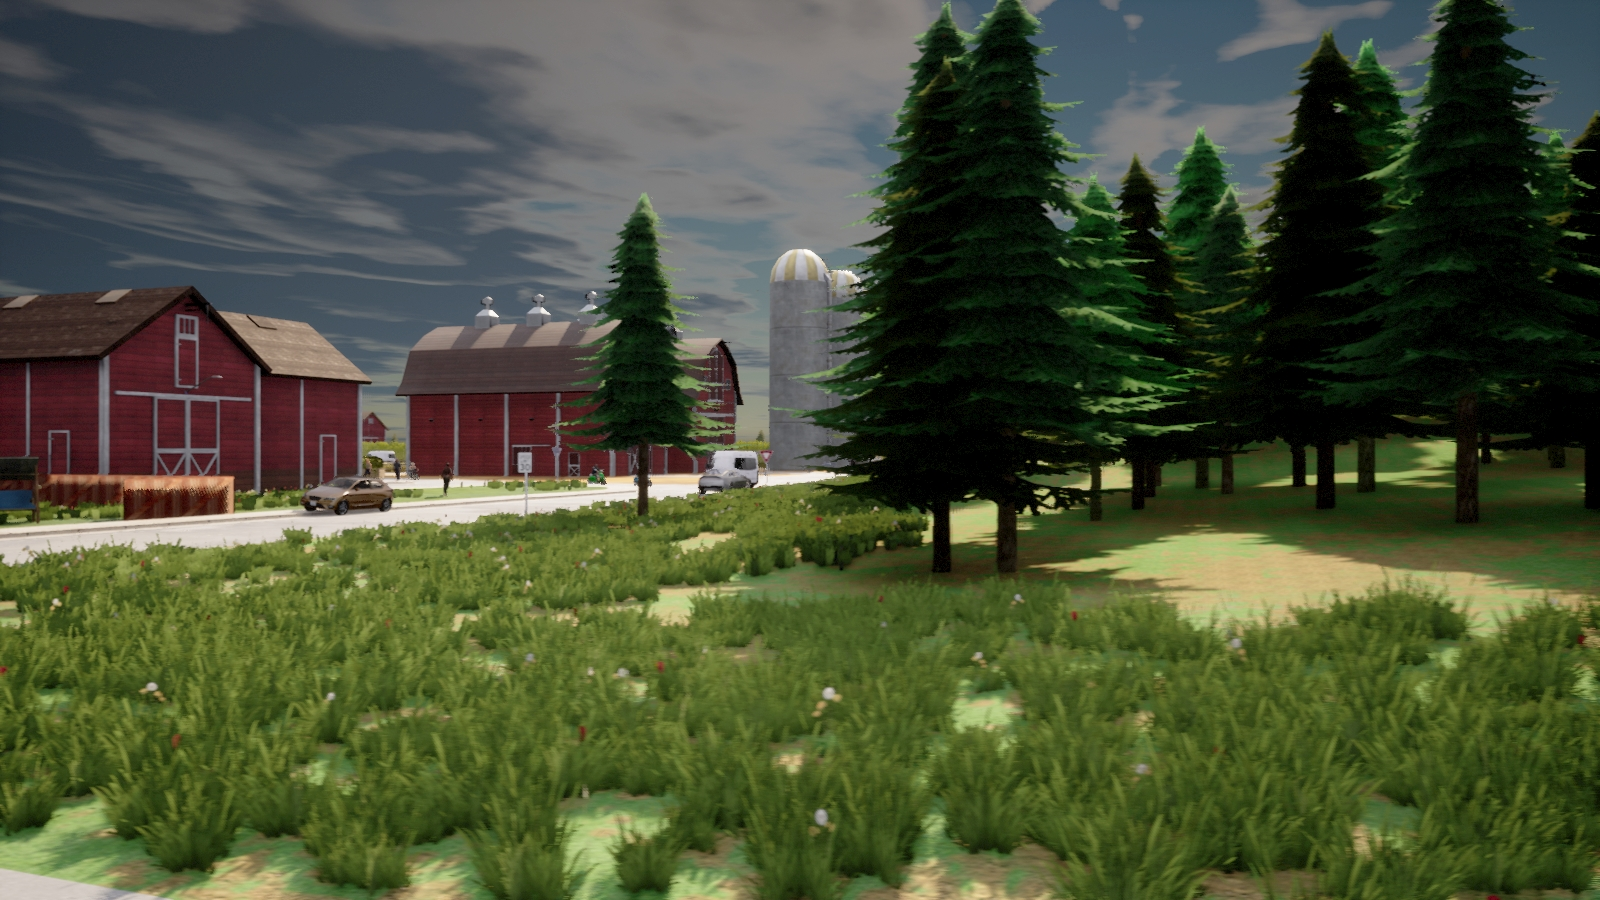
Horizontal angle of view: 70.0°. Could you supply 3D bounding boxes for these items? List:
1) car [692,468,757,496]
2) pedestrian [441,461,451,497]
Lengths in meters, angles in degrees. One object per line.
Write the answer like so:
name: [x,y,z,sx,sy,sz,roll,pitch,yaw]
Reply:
car: [-4.472,1.898,68.448,2.128,1.511,4.902,0,0,19]
pedestrian: [-18.532,1.532,59.806,0.375,1.860,0.375,0,0,1]
